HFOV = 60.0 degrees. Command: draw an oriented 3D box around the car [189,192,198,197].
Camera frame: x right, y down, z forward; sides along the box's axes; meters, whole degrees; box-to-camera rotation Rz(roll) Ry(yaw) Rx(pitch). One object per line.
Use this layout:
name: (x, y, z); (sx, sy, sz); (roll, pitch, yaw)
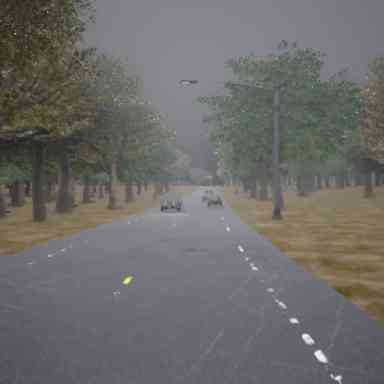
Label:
car: (0.433, 0.619, 79.077); (1.882, 1.535, 5.008); (0, 1, 3)

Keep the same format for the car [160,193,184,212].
car: (-2.185, 1.108, 37.468); (2.150, 2.045, 5.566); (0, 1, 4)

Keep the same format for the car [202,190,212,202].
car: (3.073, 0.919, 64.840); (2.097, 1.767, 4.553); (0, 1, 3)

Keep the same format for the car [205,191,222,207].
car: (3.244, 1.127, 47.383); (2.097, 1.767, 4.553); (0, 1, 3)
